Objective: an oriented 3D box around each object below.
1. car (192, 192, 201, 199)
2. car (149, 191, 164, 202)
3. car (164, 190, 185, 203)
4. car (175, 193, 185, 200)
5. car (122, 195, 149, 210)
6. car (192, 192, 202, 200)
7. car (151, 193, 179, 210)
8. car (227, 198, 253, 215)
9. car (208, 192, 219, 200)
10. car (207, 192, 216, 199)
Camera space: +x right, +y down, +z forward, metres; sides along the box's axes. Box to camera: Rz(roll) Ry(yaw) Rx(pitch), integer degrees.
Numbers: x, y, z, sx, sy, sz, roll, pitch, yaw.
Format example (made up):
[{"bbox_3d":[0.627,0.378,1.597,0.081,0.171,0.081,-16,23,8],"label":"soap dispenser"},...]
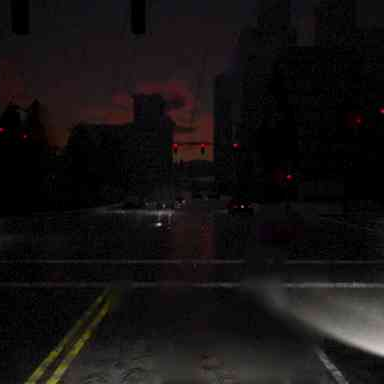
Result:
[{"bbox_3d":[1.096,0.776,77.452,2.128,1.511,4.902,0,1,1],"label":"car"},{"bbox_3d":[-6.181,0.983,54.207,1.837,1.490,4.892,0,0,1],"label":"car"},{"bbox_3d":[-2.697,0.711,53.112,2.150,2.045,5.566,0,0,1],"label":"car"},{"bbox_3d":[-2.481,0.924,69.274,1.895,1.301,4.718,0,1,1],"label":"car"},{"bbox_3d":[-6.376,1.123,36.753,1.882,1.535,5.008,0,1,1],"label":"car"},{"bbox_3d":[1.011,0.693,68.387,2.097,1.767,4.553,0,1,1],"label":"car"},{"bbox_3d":[-2.867,1.138,36.604,2.128,1.511,4.902,0,1,0],"label":"car"},{"bbox_3d":[4.225,1.257,29.969,2.033,1.411,5.357,0,1,1],"label":"car"},{"bbox_3d":[4.508,0.821,68.041,1.882,1.535,5.008,0,1,1],"label":"car"},{"bbox_3d":[4.596,0.751,77.419,1.837,1.490,4.892,0,1,1],"label":"car"}]
